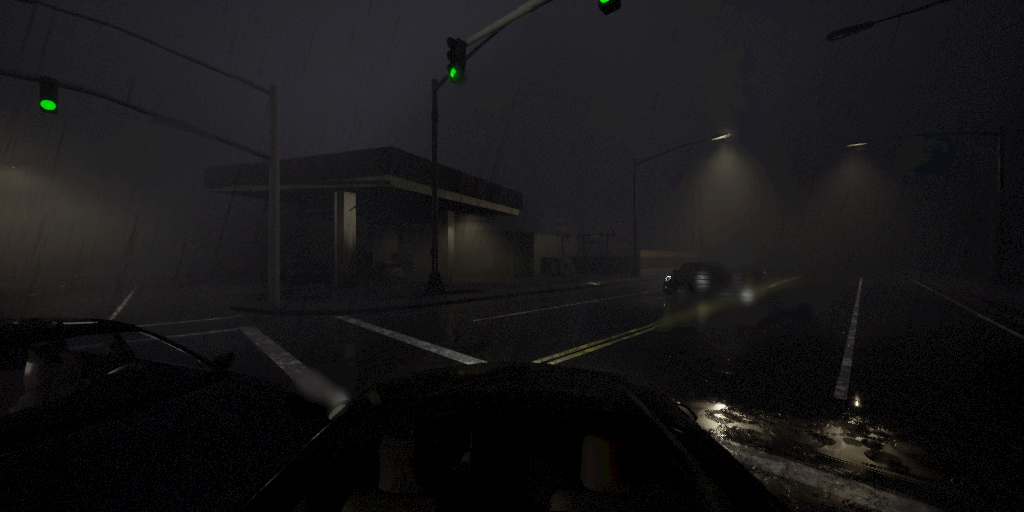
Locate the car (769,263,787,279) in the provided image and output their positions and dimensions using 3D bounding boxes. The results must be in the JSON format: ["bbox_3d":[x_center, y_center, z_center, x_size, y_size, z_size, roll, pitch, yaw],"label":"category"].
[{"bbox_3d":[23.484,1.314,32.494,1.994,1.385,4.181,0,0,45],"label":"car"}]

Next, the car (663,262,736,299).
[{"bbox_3d":[9.542,1.102,18.392,2.097,1.767,4.553,0,0,45],"label":"car"}]

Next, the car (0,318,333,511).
[{"bbox_3d":[-3.443,1.242,2.419,4.902,1.511,2.128,0,0,14],"label":"car"}]

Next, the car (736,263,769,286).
[{"bbox_3d":[16.416,1.314,25.376,1.994,1.385,4.181,0,0,44],"label":"car"}]
